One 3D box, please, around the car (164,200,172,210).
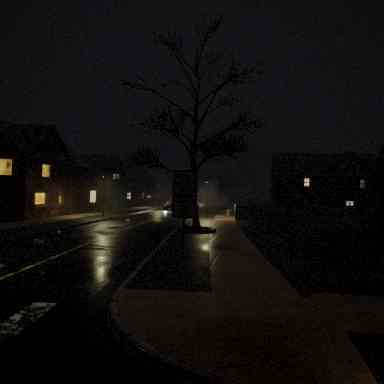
[{"bbox_3d":[-2.678,1.920,47.832,2.033,1.411,5.357,2,0,8],"label":"car"}]
